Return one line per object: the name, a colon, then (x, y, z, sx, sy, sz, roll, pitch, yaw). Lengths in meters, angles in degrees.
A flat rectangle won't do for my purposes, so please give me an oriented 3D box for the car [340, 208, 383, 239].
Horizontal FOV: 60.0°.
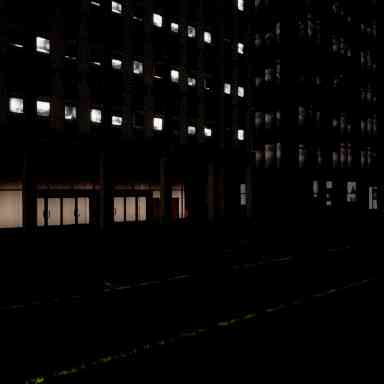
car: (9.370, 1.546, 17.110, 4.403, 1.369, 2.008, 0, 0, -36)
